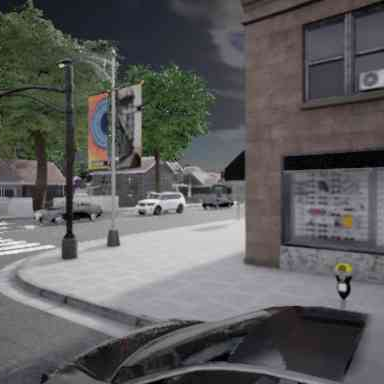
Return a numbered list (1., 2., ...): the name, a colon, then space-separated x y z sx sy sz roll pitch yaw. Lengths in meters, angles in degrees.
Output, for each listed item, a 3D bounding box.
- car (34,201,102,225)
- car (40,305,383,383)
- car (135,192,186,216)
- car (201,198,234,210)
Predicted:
1. car: -8.586 1.397 23.409 2.128 1.511 4.902 0 0 34
2. car: 0.684 1.565 2.322 4.313 1.339 1.947 0 0 35
3. car: -2.847 1.069 31.529 2.150 2.045 5.566 0 0 35
4. car: 3.097 1.389 39.932 1.895 1.301 4.718 0 0 35
